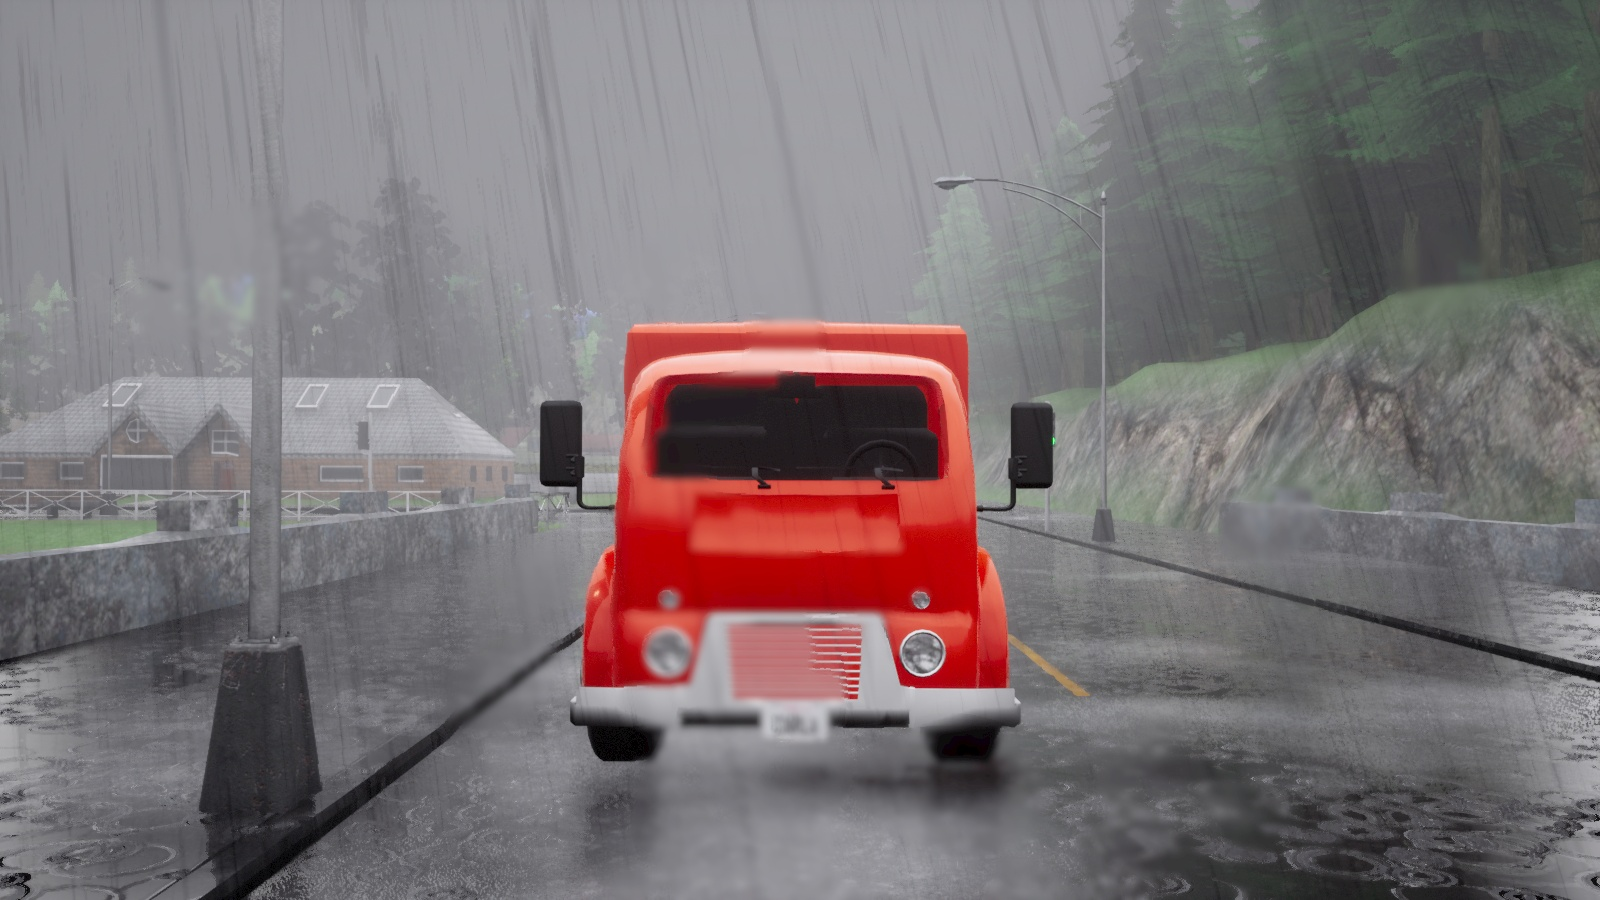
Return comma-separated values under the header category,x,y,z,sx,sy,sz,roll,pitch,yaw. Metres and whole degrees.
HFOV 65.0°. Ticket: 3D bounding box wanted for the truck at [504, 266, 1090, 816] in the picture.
category,x,y,z,sx,sy,sz,roll,pitch,yaw
truck,-0.024,0.476,8.262,2.627,2.467,5.204,0,-2,0
